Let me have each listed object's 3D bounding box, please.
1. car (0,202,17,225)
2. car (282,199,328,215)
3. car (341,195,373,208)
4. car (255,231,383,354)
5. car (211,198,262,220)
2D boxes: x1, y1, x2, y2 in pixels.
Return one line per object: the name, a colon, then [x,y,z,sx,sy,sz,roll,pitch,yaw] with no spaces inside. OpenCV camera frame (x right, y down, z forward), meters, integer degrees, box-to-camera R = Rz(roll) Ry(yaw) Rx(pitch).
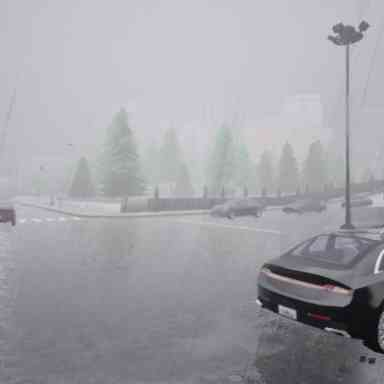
car: [-13.551,1.474,23.534,1.882,1.535,5.008,0,0,-28]
car: [11.454,1.459,33.563,5.357,1.411,2.033,-1,1,-35]
car: [19.400,1.097,39.185,4.181,1.385,1.994,-4,2,-35]
car: [3.322,1.481,6.116,4.902,1.511,2.128,0,0,-36]
car: [3.784,1.319,28.154,4.553,1.767,2.097,0,0,-35]
